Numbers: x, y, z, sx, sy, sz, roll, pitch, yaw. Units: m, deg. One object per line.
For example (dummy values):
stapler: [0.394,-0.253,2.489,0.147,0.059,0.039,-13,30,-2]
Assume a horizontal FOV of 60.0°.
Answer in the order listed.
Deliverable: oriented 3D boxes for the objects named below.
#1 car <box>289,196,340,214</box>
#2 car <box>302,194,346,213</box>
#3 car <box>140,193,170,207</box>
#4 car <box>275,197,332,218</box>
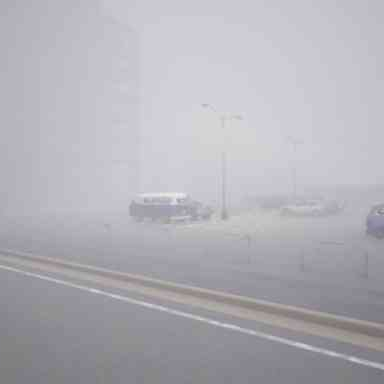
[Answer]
car: [11.215,1.385,30.786,3.905,1.438,1.784,0,0,36]
car: [12.740,1.174,32.995,4.605,1.855,1.932,0,0,36]
car: [-6.730,1.391,61.442,2.097,1.767,4.553,0,0,36]
car: [9.525,1.416,28.435,3.806,1.475,1.970,0,0,36]
